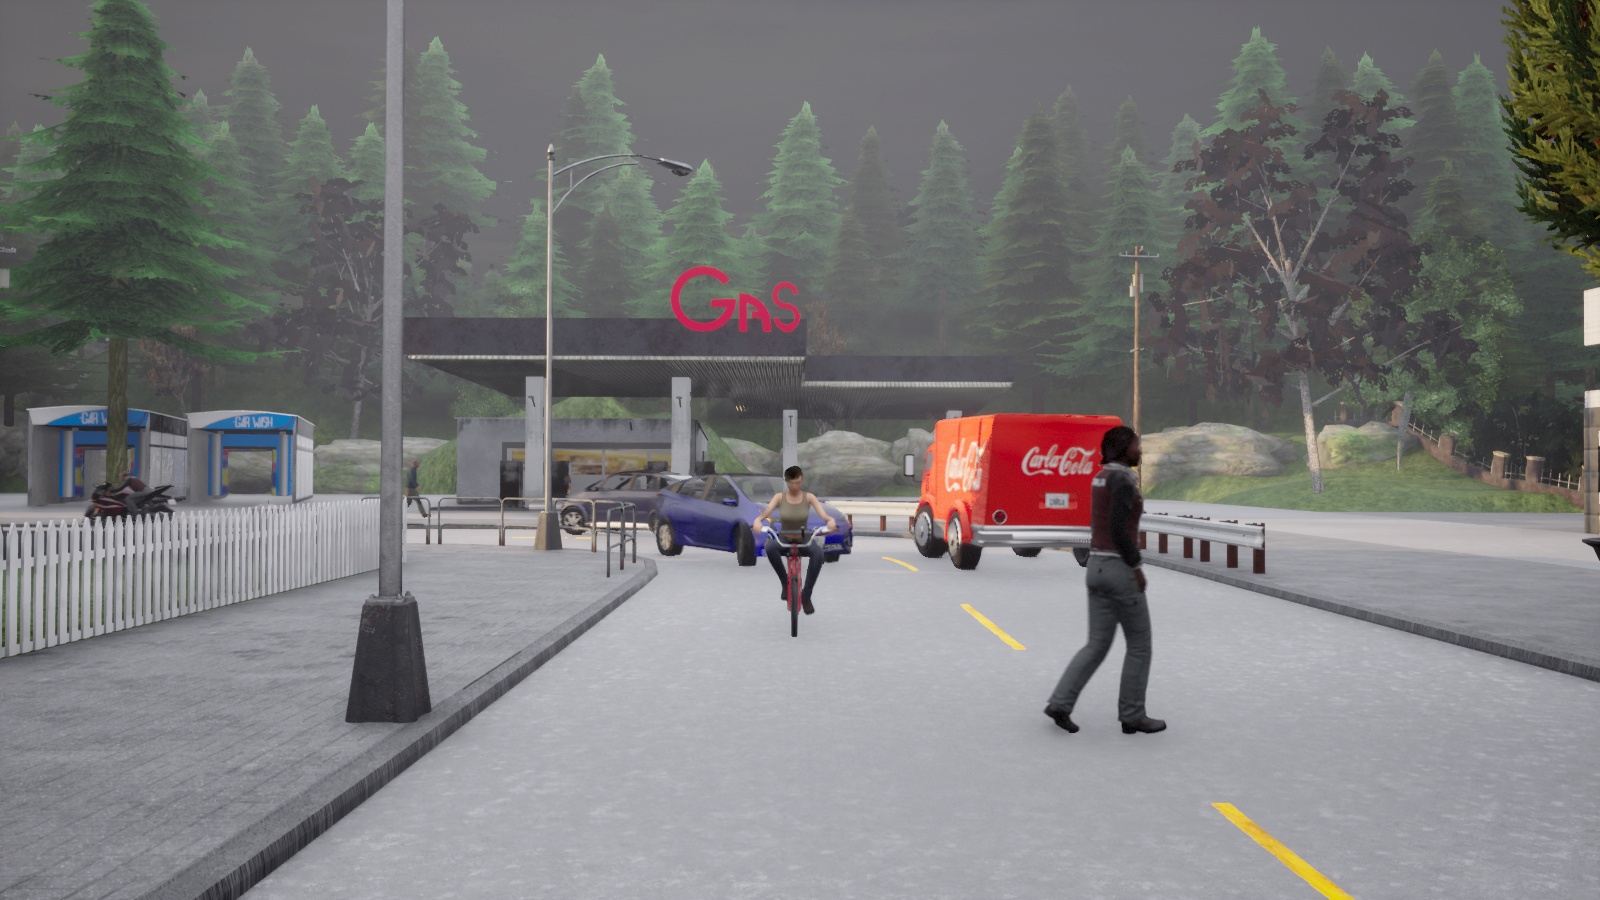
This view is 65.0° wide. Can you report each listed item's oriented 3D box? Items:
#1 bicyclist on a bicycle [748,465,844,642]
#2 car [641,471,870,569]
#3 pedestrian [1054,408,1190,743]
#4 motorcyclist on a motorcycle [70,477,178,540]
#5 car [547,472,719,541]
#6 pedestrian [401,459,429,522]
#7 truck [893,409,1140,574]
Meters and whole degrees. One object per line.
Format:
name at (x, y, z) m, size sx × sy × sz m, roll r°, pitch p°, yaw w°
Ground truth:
bicyclist on a bicycle at (-0.045, 0.956, 12.216) m, size 0.866 × 1.612 × 1.509 m, roll 0°, pitch -1°, yaw 0°
car at (-0.904, 1.134, 21.960) m, size 2.007 × 1.525 × 4.514 m, roll 1°, pitch -1°, yaw -32°
pedestrian at (1.908, 0.727, 7.481) m, size 0.666 × 1.930 × 0.402 m, roll 0°, pitch -1°, yaw -7°
motorcyclist on a motorcycle at (-16.664, 1.436, 31.012) m, size 2.191 × 1.530 × 0.866 m, roll 0°, pitch -1°, yaw -1°
car at (-4.007, 1.315, 30.082) m, size 3.705 × 1.549 × 1.789 m, roll -1°, pitch -1°, yaw 26°
pedestrian at (-11.294, 1.187, 36.847) m, size 0.726 × 1.842 × 0.402 m, roll 0°, pitch -1°, yaw -4°
truck at (3.493, 0.677, 21.611) m, size 2.627 × 2.467 × 5.204 m, roll 0°, pitch -1°, yaw -9°
